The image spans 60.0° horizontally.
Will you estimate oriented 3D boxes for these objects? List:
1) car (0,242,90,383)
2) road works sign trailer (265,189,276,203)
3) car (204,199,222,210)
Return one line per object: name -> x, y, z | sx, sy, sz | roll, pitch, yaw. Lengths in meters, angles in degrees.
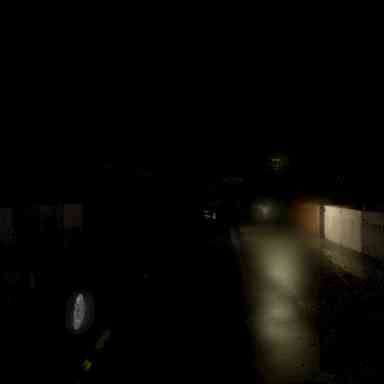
car -> -2.776, 1.489, 3.924 | 1.882, 1.535, 5.008 | 0, 0, 1
road works sign trailer -> 19.623, 0.954, 82.480 | 2.380, 3.560, 2.880 | -1, -1, 30
car -> 3.053, 1.721, 47.370 | 2.128, 1.511, 4.902 | 0, -1, 15
